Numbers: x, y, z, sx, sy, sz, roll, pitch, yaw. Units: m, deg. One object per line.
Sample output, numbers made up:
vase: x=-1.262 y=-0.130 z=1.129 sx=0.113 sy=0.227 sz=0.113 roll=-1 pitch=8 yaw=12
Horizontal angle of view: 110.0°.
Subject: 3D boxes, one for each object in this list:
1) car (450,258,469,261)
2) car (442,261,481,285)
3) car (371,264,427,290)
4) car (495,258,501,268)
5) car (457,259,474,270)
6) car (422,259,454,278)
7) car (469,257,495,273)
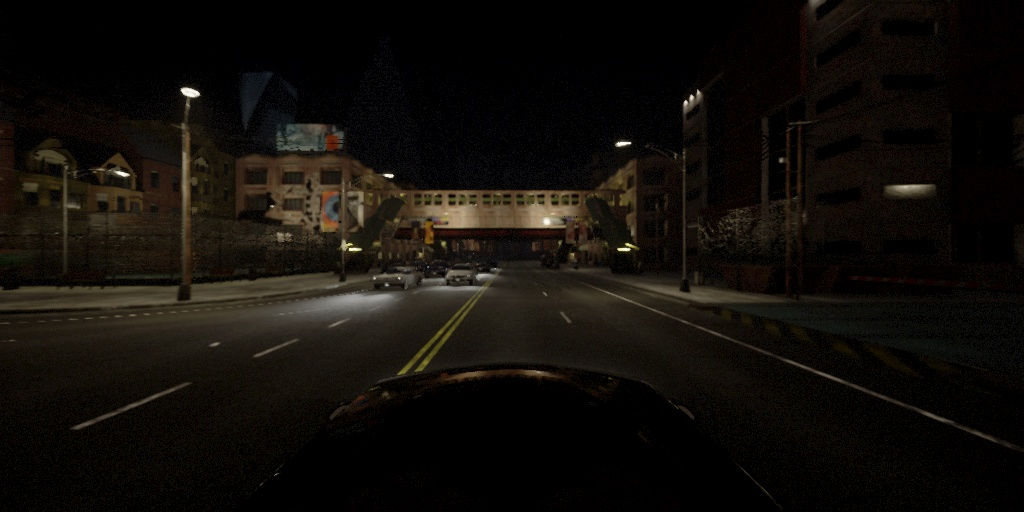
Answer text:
car: x=-7.082 y=1.301 z=47.230 sx=1.812 sy=1.442 sz=4.674 roll=0 pitch=0 yaw=0
car: x=-3.600 y=1.289 z=26.117 sx=1.812 sy=1.442 sz=4.674 roll=0 pitch=0 yaw=0
car: x=-7.140 y=1.363 z=22.807 sx=1.895 sy=1.301 sz=4.718 roll=0 pitch=0 yaw=2
car: x=-3.425 y=1.425 z=61.217 sx=1.895 sy=1.301 sz=4.718 roll=0 pitch=0 yaw=1
car: x=-6.987 y=1.279 z=54.511 sx=1.837 sy=1.490 sz=4.892 roll=0 pitch=1 yaw=0
car: x=-6.982 y=1.294 z=34.559 sx=1.812 sy=1.442 sz=4.674 roll=0 pitch=0 yaw=0
car: x=-3.579 y=1.264 z=43.438 sx=2.128 sy=1.511 sz=4.902 roll=0 pitch=0 yaw=0
